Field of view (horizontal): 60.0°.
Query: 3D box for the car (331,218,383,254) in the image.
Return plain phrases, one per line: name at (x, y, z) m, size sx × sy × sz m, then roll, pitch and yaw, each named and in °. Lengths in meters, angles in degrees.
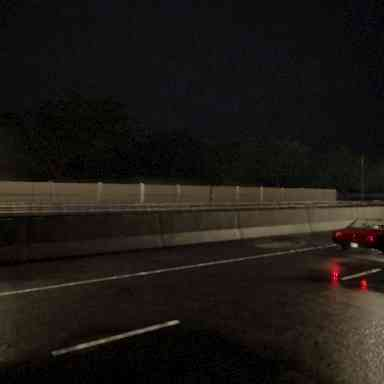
car at (7.946, 1.742, 13.850) m, size 4.718 × 1.301 × 1.895 m, roll 1°, pitch 0°, yaw -36°
